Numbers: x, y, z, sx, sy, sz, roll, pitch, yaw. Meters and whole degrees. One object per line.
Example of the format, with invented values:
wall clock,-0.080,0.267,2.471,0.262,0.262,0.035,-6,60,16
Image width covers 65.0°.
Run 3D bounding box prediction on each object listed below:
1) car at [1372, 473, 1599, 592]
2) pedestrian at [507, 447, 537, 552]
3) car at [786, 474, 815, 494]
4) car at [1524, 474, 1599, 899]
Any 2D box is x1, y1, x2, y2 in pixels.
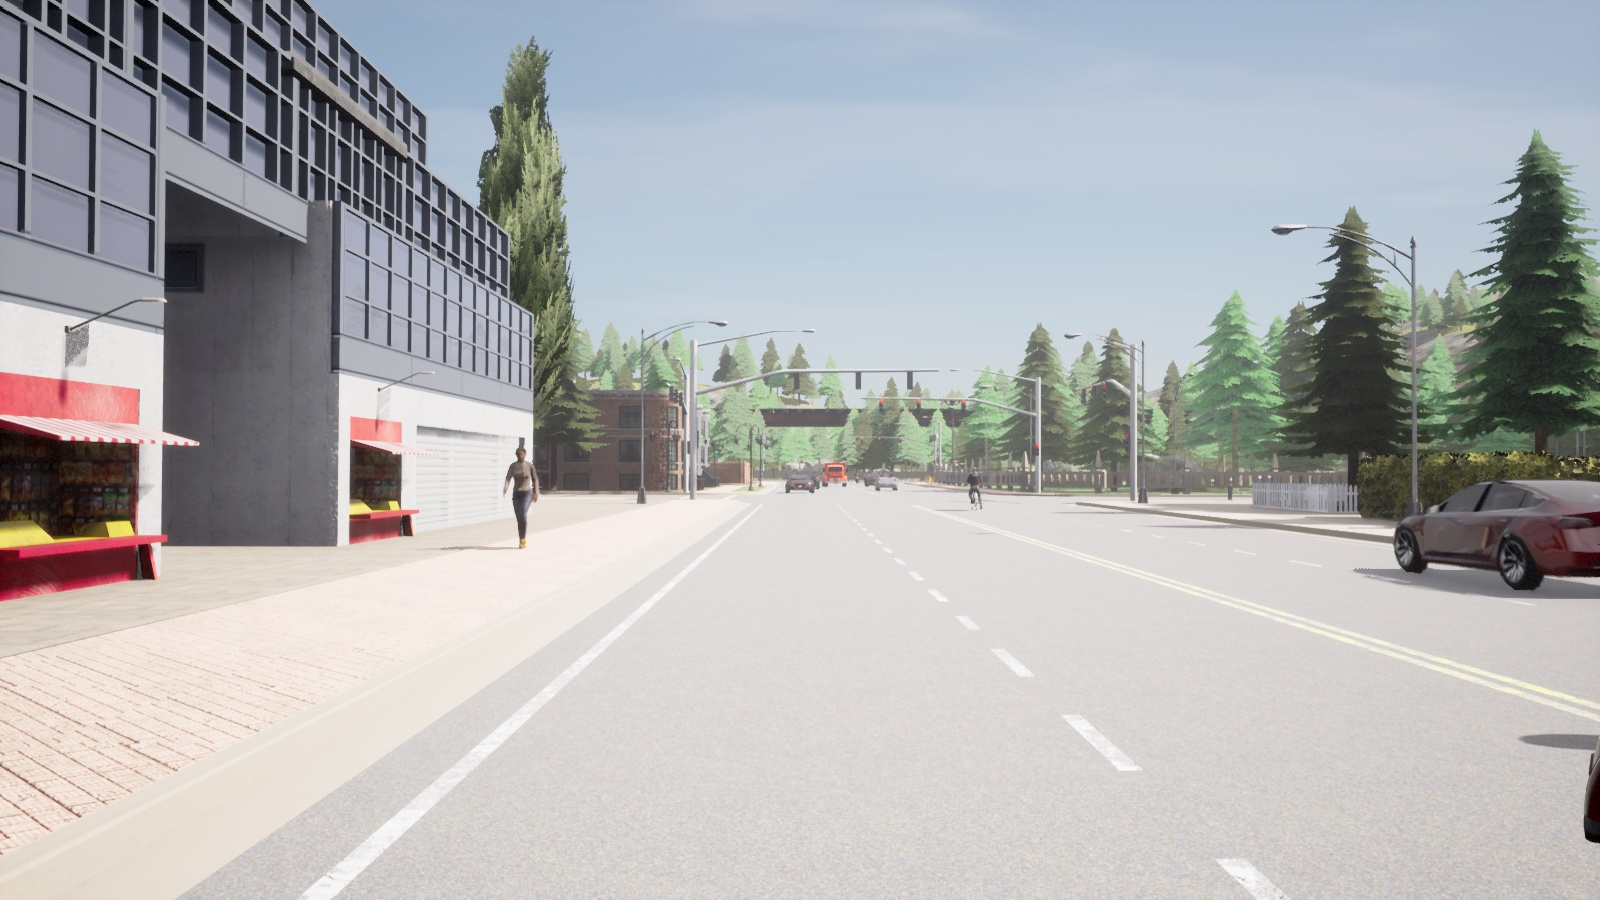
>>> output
car,10.498,1.079,18.262,2.163,1.488,4.792,0,-1,0
pedestrian,-4.898,0.865,22.140,0.328,1.805,0.869,0,-1,0
car,0.003,2.381,89.501,1.994,1.385,4.181,0,-1,-1
car,3.495,0.824,2.635,1.789,1.549,3.705,0,-1,0
